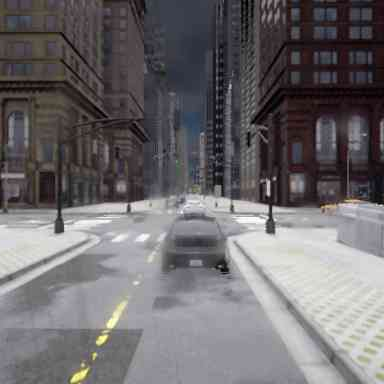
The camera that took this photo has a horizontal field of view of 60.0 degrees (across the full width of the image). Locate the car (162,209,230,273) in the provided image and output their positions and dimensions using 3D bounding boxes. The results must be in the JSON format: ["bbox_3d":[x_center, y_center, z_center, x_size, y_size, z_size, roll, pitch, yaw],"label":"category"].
[{"bbox_3d":[0.100,1.505,10.616,1.837,1.490,4.892,0,0,0],"label":"car"}]

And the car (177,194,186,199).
[{"bbox_3d":[-2.622,1.628,61.647,1.994,1.385,4.181,0,0,1],"label":"car"}]

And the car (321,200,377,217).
[{"bbox_3d":[14.726,1.494,31.254,5.008,1.535,1.882,0,0,0],"label":"car"}]

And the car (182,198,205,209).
[{"bbox_3d":[0.279,1.536,32.231,1.812,1.442,4.674,0,0,1],"label":"car"}]

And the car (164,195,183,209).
[{"bbox_3d":[-2.781,1.526,46.178,2.128,1.511,4.902,0,0,0],"label":"car"}]
